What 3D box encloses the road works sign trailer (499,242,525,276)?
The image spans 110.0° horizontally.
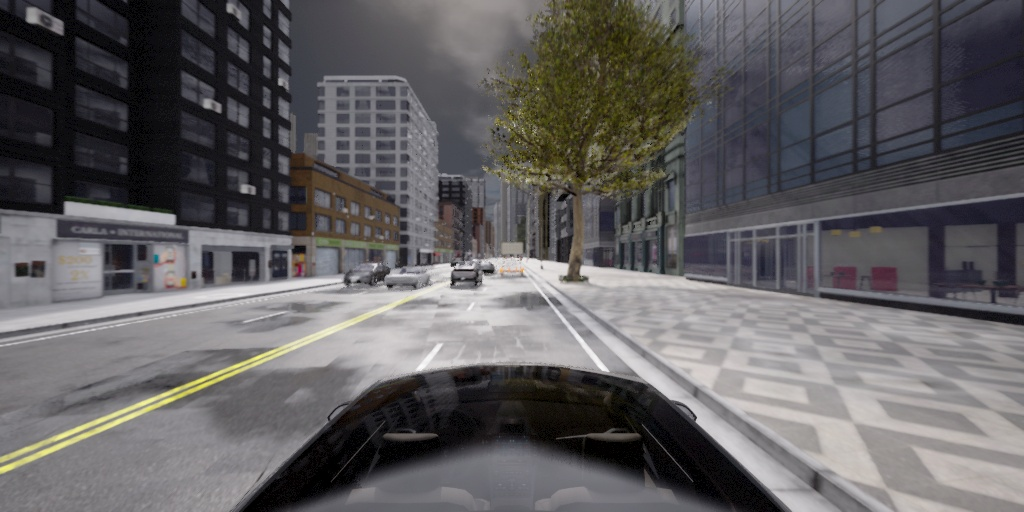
[{"bbox_3d":[-0.001,0.251,37.155,2.380,3.560,2.880,0,0,0],"label":"road works sign trailer"}]

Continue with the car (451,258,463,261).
[{"bbox_3d":[-9.774,1.169,64.739,2.097,1.767,4.553,0,0,1],"label":"car"}]

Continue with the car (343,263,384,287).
[{"bbox_3d":[-9.846,1.263,24.767,2.128,1.511,4.902,0,0,0],"label":"car"}]

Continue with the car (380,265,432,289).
[{"bbox_3d":[-6.599,1.371,23.239,1.895,1.301,4.718,0,0,0],"label":"car"}]

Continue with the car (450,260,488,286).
[{"bbox_3d":[-3.152,1.264,25.568,2.128,1.511,4.902,0,0,0],"label":"car"}]

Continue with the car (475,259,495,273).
[{"bbox_3d":[-3.151,1.358,43.742,1.994,1.385,4.181,0,0,0],"label":"car"}]
